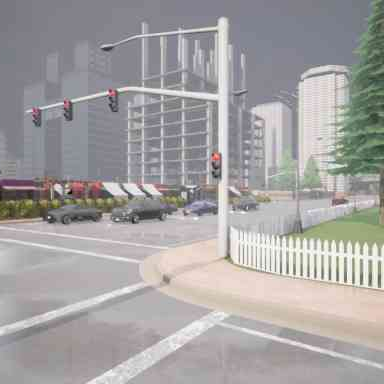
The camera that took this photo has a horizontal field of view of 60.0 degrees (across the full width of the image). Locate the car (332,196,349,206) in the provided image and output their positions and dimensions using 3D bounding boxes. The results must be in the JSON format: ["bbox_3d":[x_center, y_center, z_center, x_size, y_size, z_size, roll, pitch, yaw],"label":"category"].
[{"bbox_3d":[23.981,1.478,53.722,1.882,1.535,5.008,0,0,34],"label":"car"}]

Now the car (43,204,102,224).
[{"bbox_3d":[-8.699,1.564,24.463,1.994,1.385,4.181,0,0,34],"label":"car"}]

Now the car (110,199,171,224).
[{"bbox_3d":[-3.986,1.352,25.185,2.097,1.767,4.553,0,0,34],"label":"car"}]

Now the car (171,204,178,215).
[{"bbox_3d":[-3.524,1.547,32.122,2.033,1.411,5.357,0,0,34],"label":"car"}]

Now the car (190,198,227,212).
[{"bbox_3d":[2.114,1.547,40.463,2.033,1.411,5.357,0,0,34],"label":"car"}]

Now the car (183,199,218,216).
[{"bbox_3d":[0.959,1.526,32.484,1.812,1.442,4.674,0,0,34],"label":"car"}]

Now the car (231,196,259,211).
[{"bbox_3d":[6.587,1.505,40.815,1.837,1.490,4.892,0,0,34],"label":"car"}]

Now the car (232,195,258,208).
[{"bbox_3d":[7.809,1.352,48.821,2.097,1.767,4.553,0,0,34],"label":"car"}]
